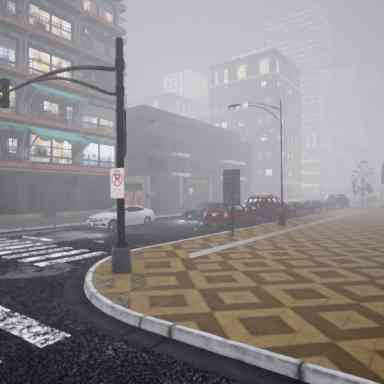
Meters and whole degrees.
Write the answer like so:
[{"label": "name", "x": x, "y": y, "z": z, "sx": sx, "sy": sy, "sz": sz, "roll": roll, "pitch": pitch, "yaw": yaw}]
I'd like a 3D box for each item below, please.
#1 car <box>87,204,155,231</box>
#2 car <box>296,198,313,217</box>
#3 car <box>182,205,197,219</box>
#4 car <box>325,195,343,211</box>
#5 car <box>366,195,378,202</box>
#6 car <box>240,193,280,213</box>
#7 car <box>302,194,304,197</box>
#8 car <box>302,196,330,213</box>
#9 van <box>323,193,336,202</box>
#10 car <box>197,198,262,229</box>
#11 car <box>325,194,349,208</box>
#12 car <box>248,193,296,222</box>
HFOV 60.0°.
[{"label": "car", "x": -4.294, "y": 1.515, "z": 20.727, "sx": 1.812, "sy": 1.442, "sz": 4.674, "roll": -1, "pitch": 0, "yaw": 36}, {"label": "car", "x": 9.072, "y": 1.470, "z": 29.772, "sx": 1.802, "sy": 1.307, "sz": 4.206, "roll": -1, "pitch": 0, "yaw": 36}, {"label": "car", "x": 1.405, "y": 1.516, "z": 28.480, "sx": 2.033, "sy": 1.411, "sz": 5.357, "roll": -1, "pitch": 0, "yaw": 36}, {"label": "car", "x": 15.695, "y": 1.415, "z": 38.787, "sx": 2.008, "sy": 1.369, "sz": 4.403, "roll": -1, "pitch": 0, "yaw": 36}, {"label": "car", "x": 35.562, "y": 1.333, "z": 65.833, "sx": 1.887, "sy": 1.381, "sz": 4.507, "roll": -1, "pitch": 0, "yaw": 36}, {"label": "car", "x": 7.649, "y": 1.167, "z": 36.976, "sx": 2.150, "sy": 2.045, "sz": 5.566, "roll": -1, "pitch": 0, "yaw": 36}, {"label": "car", "x": 22.488, "y": 1.439, "z": 61.346, "sx": 1.752, "sy": 1.417, "sz": 4.829, "roll": -1, "pitch": 0, "yaw": 36}, {"label": "car", "x": 12.383, "y": 1.421, "z": 34.280, "sx": 1.887, "sy": 1.381, "sz": 4.507, "roll": -1, "pitch": 0, "yaw": 36}, {"label": "van", "x": 29.210, "y": 1.229, "z": 70.498, "sx": 1.690, "sy": 1.788, "sz": 3.998, "roll": -1, "pitch": 0, "yaw": 36}, {"label": "car", "x": 2.449, "y": 1.352, "z": 20.758, "sx": 1.967, "sy": 1.590, "sz": 4.097, "roll": -1, "pitch": 0, "yaw": 36}, {"label": "car", "x": 19.003, "y": 1.167, "z": 43.296, "sx": 2.192, "sy": 1.841, "sz": 5.009, "roll": -1, "pitch": 0, "yaw": 36}, {"label": "car", "x": 5.758, "y": 1.215, "z": 25.266, "sx": 2.192, "sy": 1.841, "sz": 5.009, "roll": -1, "pitch": 0, "yaw": 36}]
